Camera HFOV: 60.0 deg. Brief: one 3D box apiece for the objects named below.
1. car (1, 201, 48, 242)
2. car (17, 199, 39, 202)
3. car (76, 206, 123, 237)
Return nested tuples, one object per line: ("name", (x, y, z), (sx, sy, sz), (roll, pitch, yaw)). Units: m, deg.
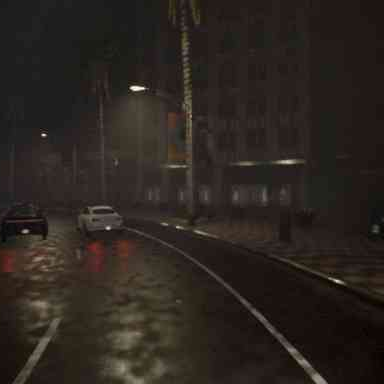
("car", (-8.129, 1.442, 16.203), (2.128, 1.511, 4.902), (0, 0, -27))
("car", (-15.679, 1.395, 31.550), (4.902, 1.511, 2.128), (0, 0, 43))
("car", (-4.978, 1.449, 17.720), (1.812, 1.442, 4.674), (0, 0, -26))
